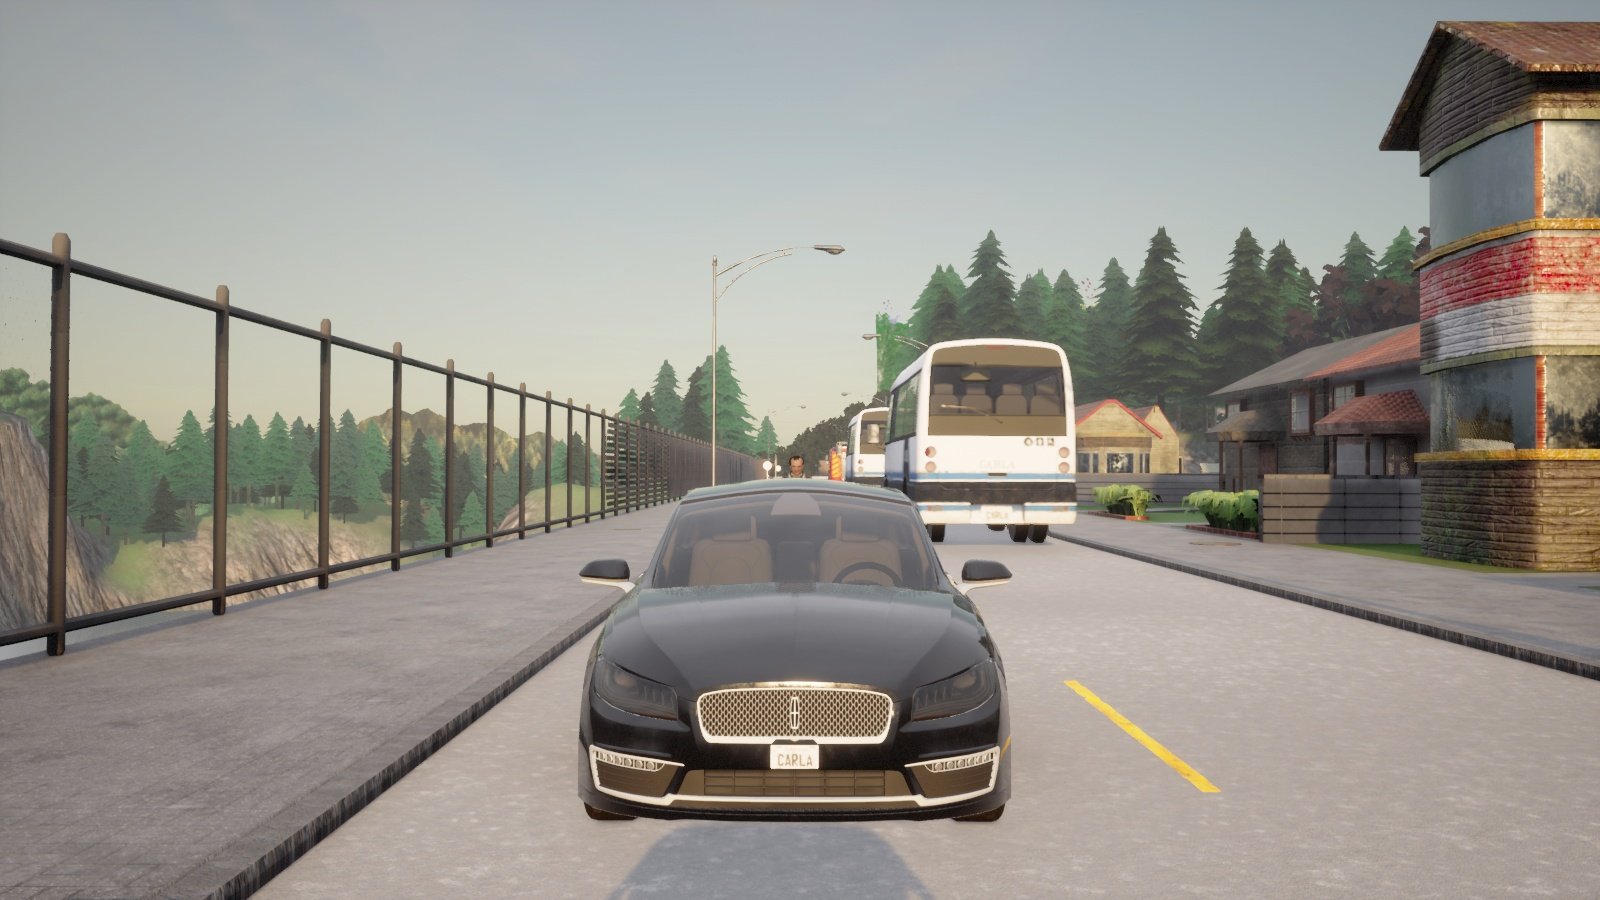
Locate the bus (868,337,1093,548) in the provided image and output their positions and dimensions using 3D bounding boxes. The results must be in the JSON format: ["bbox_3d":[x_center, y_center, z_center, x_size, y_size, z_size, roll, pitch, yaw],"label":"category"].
[{"bbox_3d":[3.923,-0.066,30.541,3.944,4.253,10.273,0,-1,0],"label":"bus"}]

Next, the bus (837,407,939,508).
[{"bbox_3d":[3.858,0.394,58.019,3.944,4.253,10.273,0,-1,0],"label":"bus"}]

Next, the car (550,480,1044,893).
[{"bbox_3d":[-0.017,0.939,7.131,1.837,1.490,4.892,0,-1,0],"label":"car"}]
